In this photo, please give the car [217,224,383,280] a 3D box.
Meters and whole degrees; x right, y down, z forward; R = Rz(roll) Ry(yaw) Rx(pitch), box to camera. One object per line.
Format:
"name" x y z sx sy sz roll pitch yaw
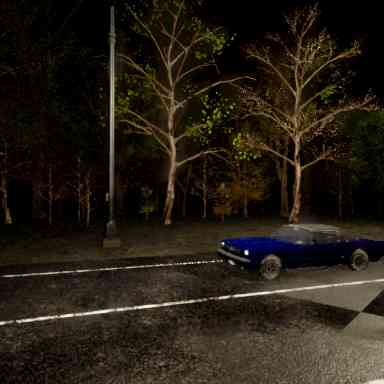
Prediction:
"car" 3.180 1.630 9.813 4.718 1.301 1.895 0 0 -19
